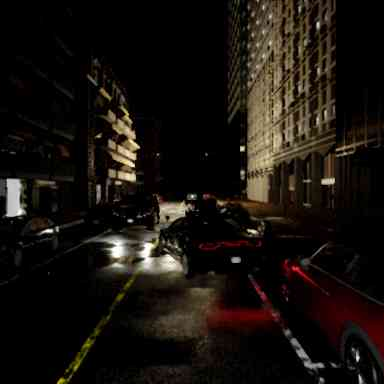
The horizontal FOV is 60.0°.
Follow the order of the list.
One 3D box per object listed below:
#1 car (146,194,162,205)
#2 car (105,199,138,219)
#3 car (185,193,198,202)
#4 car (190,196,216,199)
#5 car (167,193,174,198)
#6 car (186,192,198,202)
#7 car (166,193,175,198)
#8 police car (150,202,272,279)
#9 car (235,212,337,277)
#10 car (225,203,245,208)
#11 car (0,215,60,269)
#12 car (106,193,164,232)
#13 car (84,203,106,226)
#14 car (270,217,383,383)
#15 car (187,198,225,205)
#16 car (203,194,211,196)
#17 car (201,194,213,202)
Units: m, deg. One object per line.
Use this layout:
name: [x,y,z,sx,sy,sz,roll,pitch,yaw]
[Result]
car: [-5.702,1.077,50.198,1.967,1.590,4.097,0,0,0]
car: [-5.697,1.321,27.436,1.752,1.417,4.829,0,0,0]
car: [0.013,1.140,48.388,2.128,1.511,4.902,0,0,0]
car: [0.895,1.331,26.171,1.812,1.442,4.674,0,0,0]
car: [-5.710,0.962,84.090,2.008,1.369,4.403,0,0,0]
car: [-0.013,0.908,62.017,2.097,1.767,4.553,0,0,0]
car: [-5.710,0.926,89.738,2.008,1.369,4.403,0,0,0]
police car: [0.245,1.347,10.158,1.930,1.638,5.238,0,0,-18]
car: [2.687,1.469,10.662,2.008,1.369,4.403,0,0,0]
car: [2.685,1.401,21.959,1.947,1.339,4.313,0,0,0]
car: [-5.693,1.469,10.660,2.008,1.369,4.403,0,0,0]
car: [-3.106,1.074,19.502,2.150,2.045,5.566,0,0,0]
car: [-5.696,1.401,21.957,1.947,1.339,4.313,0,0,0]
car: [2.689,1.401,5.012,1.967,1.590,4.097,0,0,0]
car: [0.776,1.353,20.190,1.837,1.490,4.892,0,0,1]
car: [2.678,1.181,50.200,1.887,1.381,4.507,0,0,0]
car: [2.676,1.110,61.498,2.008,1.369,4.403,0,0,0]
